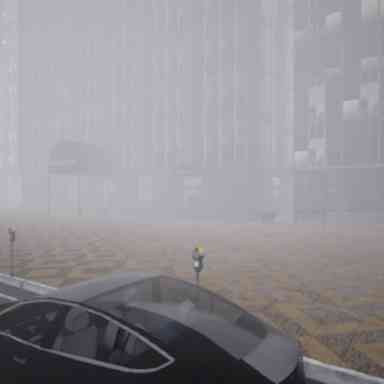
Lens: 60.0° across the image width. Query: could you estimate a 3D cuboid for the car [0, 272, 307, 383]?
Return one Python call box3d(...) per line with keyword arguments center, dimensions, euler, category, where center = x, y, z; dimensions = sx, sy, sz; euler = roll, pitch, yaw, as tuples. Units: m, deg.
box3d(center=(-0.997, 1.584, 3.569), dimensions=(4.313, 1.339, 1.947), euler=(0, 0, 35), category="car")
